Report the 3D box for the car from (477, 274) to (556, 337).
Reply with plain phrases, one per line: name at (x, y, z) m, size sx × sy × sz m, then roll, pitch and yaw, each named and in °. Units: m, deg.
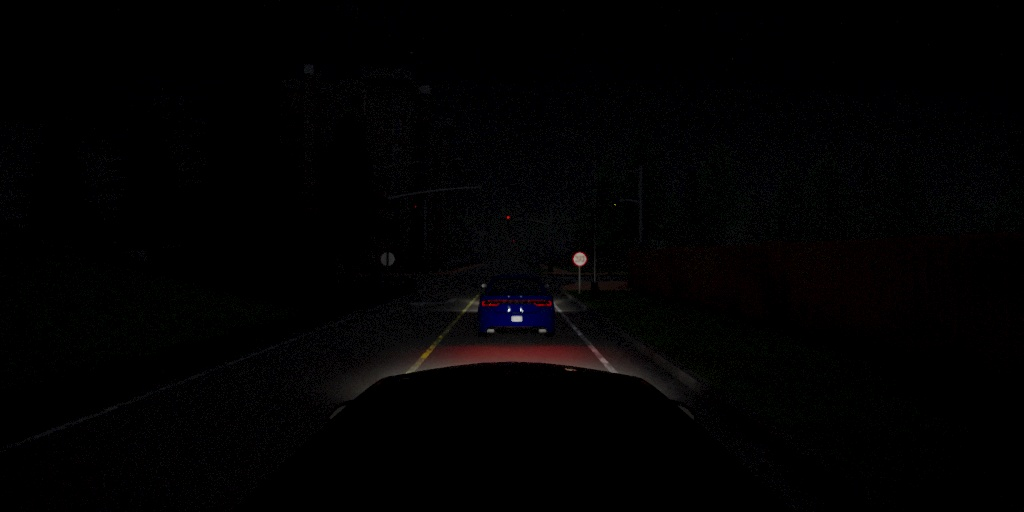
car at (0.102, 1.240, 10.385) m, size 1.882 × 1.535 × 5.008 m, roll 0°, pitch 0°, yaw 0°
